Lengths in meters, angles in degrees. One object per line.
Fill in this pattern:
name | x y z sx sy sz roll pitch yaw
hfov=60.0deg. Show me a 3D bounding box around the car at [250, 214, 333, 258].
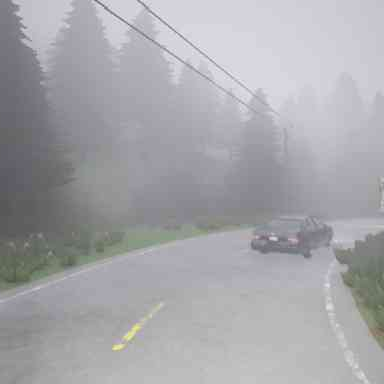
car | 4.055 1.563 12.883 2.033 1.411 5.357 0 0 34
